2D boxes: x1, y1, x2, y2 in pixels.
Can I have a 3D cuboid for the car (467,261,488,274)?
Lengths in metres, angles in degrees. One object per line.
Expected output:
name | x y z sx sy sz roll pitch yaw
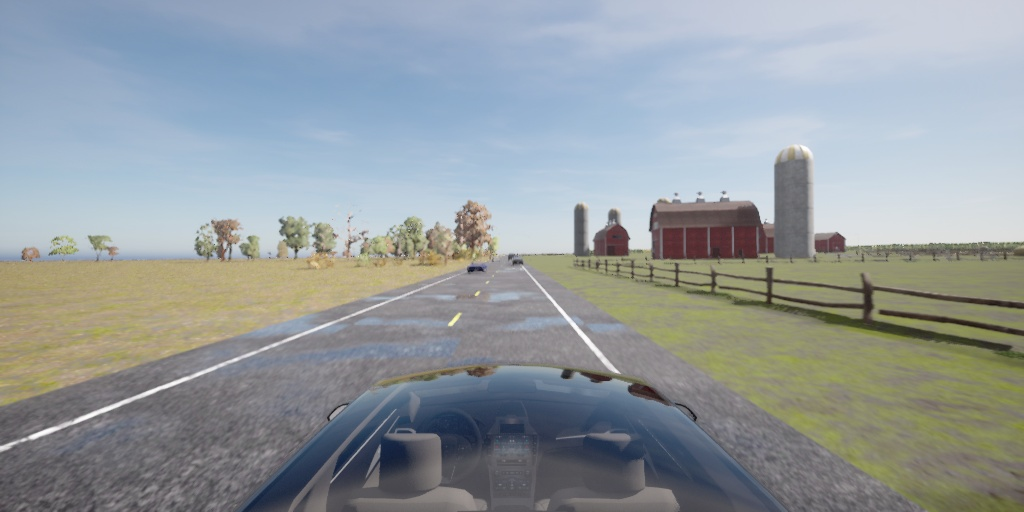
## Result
car | -3.590 1.164 37.605 1.895 1.301 4.718 0 0 0

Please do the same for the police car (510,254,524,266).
police car | 1.047 0.840 63.359 1.930 1.638 5.238 0 0 0
